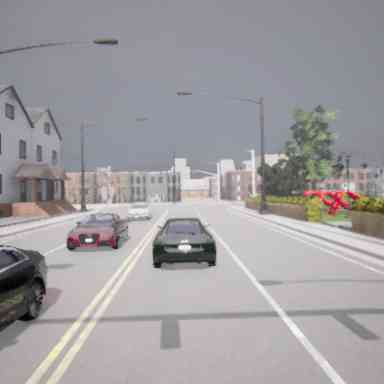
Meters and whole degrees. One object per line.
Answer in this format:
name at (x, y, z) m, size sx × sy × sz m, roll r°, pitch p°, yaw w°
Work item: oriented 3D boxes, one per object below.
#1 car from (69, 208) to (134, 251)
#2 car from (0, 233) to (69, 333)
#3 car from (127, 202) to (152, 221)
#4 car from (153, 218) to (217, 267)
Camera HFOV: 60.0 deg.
car at (-4.003, 1.652, 14.679) m, size 1.994 × 1.385 × 4.181 m, roll -1°, pitch 0°, yaw -2°
car at (-3.677, 1.566, 4.594) m, size 2.128 × 1.511 × 4.902 m, roll -1°, pitch 0°, yaw -2°
car at (-4.425, 1.633, 28.364) m, size 1.812 × 1.442 × 4.674 m, roll -1°, pitch 0°, yaw -2°
car at (-0.281, 1.581, 11.606) m, size 1.994 × 1.385 × 4.181 m, roll -1°, pitch 0°, yaw -2°
